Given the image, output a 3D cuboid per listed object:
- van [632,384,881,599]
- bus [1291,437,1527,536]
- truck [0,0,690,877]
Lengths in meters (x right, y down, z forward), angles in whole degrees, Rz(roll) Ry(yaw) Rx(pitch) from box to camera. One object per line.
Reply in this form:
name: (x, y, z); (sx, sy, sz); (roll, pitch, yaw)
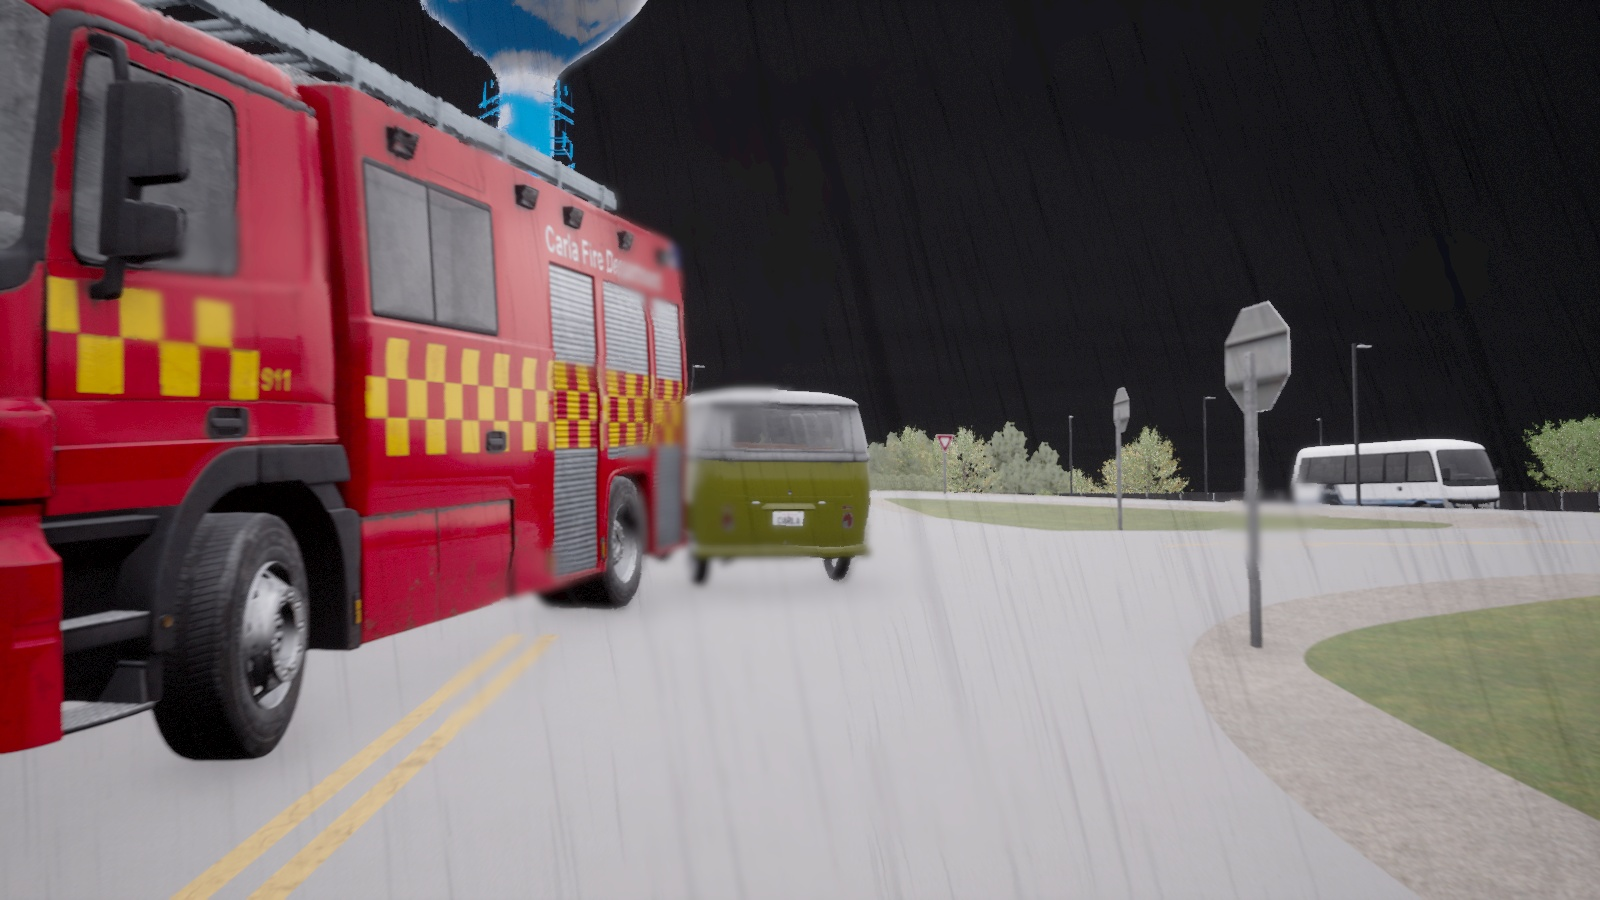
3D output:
van: (-0.675, 0.358, 14.020); (1.775, 1.987, 4.442); (1, 1, -15)
bus: (28.401, 1.781, 59.398); (3.944, 4.253, 10.273); (-1, -2, -17)
truck: (-3.349, -0.507, 8.446); (2.891, 3.827, 8.468); (0, 1, 12)
